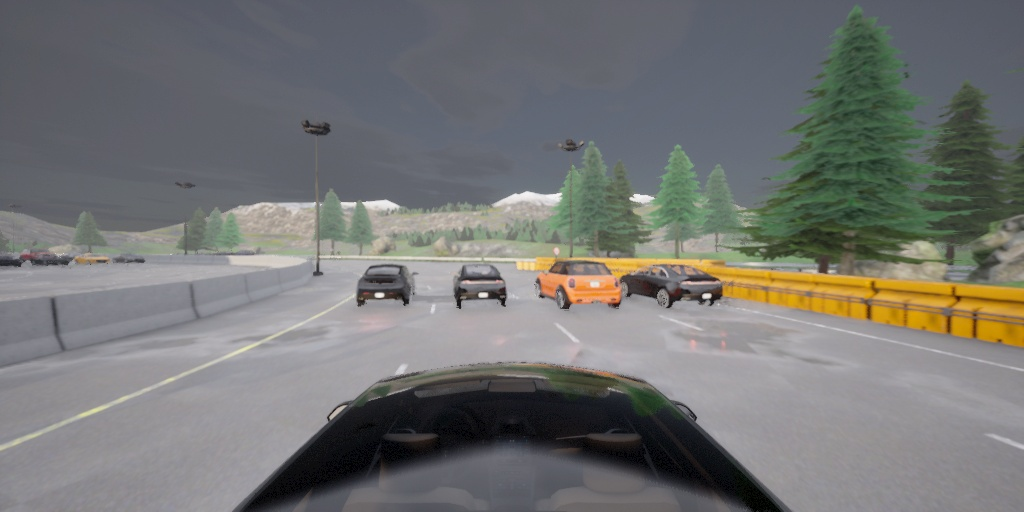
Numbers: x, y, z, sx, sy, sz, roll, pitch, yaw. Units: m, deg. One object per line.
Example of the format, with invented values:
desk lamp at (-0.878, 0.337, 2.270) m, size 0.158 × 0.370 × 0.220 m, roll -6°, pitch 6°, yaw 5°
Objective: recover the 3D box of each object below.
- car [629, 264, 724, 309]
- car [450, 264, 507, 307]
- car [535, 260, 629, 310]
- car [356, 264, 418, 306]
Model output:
car at (5.911, 1.056, 14.029) m, size 2.128 × 1.511 × 4.902 m, roll 0°, pitch 1°, yaw -10°
car at (-1.401, 1.057, 14.352) m, size 2.128 × 1.511 × 4.902 m, roll 0°, pitch 1°, yaw -11°
car at (2.358, 0.921, 13.923) m, size 2.097 × 1.767 × 4.553 m, roll 0°, pitch 1°, yaw -10°
car at (-5.023, 1.069, 14.694) m, size 1.837 × 1.490 × 4.892 m, roll 0°, pitch 1°, yaw -11°
